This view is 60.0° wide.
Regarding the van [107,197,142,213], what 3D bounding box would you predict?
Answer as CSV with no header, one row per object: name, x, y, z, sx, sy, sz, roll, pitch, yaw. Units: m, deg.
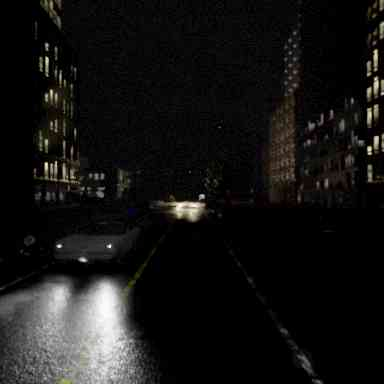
van,-5.688,1.457,28.453,1.690,1.788,3.998,0,0,0

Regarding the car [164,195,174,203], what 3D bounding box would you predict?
car,-5.693,1.654,83.098,2.192,1.841,5.009,0,0,0

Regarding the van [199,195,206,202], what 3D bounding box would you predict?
van,2.687,1.703,88.652,1.690,1.788,3.998,0,0,0

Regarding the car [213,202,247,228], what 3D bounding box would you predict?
car,2.691,1.639,22.914,1.887,1.381,4.507,0,0,0

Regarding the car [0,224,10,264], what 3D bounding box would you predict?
car,-5.688,1.571,6.295,1.887,1.381,4.507,0,0,0

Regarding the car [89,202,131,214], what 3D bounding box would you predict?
car,-5.689,1.618,22.743,1.752,1.417,4.829,0,0,0

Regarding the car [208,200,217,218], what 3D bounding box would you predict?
car,2.692,1.557,28.454,1.967,1.590,4.097,0,0,0

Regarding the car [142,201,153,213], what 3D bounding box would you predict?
car,-5.690,1.727,39.531,1.947,1.339,4.313,0,0,0

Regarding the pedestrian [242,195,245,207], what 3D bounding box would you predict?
pedestrian,8.131,1.382,52.645,0.375,1.860,0.375,0,-1,0

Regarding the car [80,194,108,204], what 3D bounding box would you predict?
car,-17.153,1.336,58.175,5.009,1.841,2.192,1,-1,-1

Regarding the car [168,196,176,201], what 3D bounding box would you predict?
car,-5.695,1.935,94.199,2.008,1.369,4.403,0,0,0

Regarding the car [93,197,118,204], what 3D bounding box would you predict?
car,-17.275,1.640,66.549,4.507,1.381,1.887,1,-1,-1

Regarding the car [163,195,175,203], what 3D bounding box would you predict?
car,-5.694,1.898,77.546,1.802,1.307,4.206,0,0,0

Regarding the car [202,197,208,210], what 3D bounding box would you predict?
car,2.690,1.750,45.071,1.947,1.339,4.313,0,0,0

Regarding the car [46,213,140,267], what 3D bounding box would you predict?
car,-3.101,1.649,11.714,1.895,1.301,4.718,0,0,0

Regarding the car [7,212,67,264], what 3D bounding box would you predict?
car,-5.688,1.489,11.836,1.967,1.590,4.097,0,0,0

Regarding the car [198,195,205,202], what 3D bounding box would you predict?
car,2.686,1.865,83.270,1.752,1.417,4.829,0,0,0
